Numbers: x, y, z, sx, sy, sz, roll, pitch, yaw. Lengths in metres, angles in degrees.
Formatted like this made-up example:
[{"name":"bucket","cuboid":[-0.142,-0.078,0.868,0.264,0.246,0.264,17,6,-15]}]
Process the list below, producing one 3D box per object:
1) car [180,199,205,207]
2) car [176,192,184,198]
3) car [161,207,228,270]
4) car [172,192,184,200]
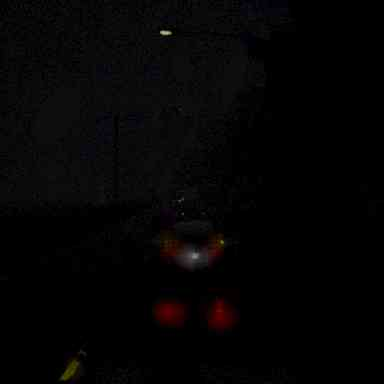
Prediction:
[{"name":"car","cuboid":[0.102,1.362,22.290,1.895,1.301,4.718,0,1,1]},{"name":"car","cuboid":[-2.883,0.603,80.176,1.895,1.301,4.718,0,1,0]},{"name":"car","cuboid":[0.104,1.412,10.556,1.812,1.442,4.674,0,0,1]},{"name":"car","cuboid":[-2.914,0.842,64.861,2.033,1.411,5.357,0,1,0]}]
